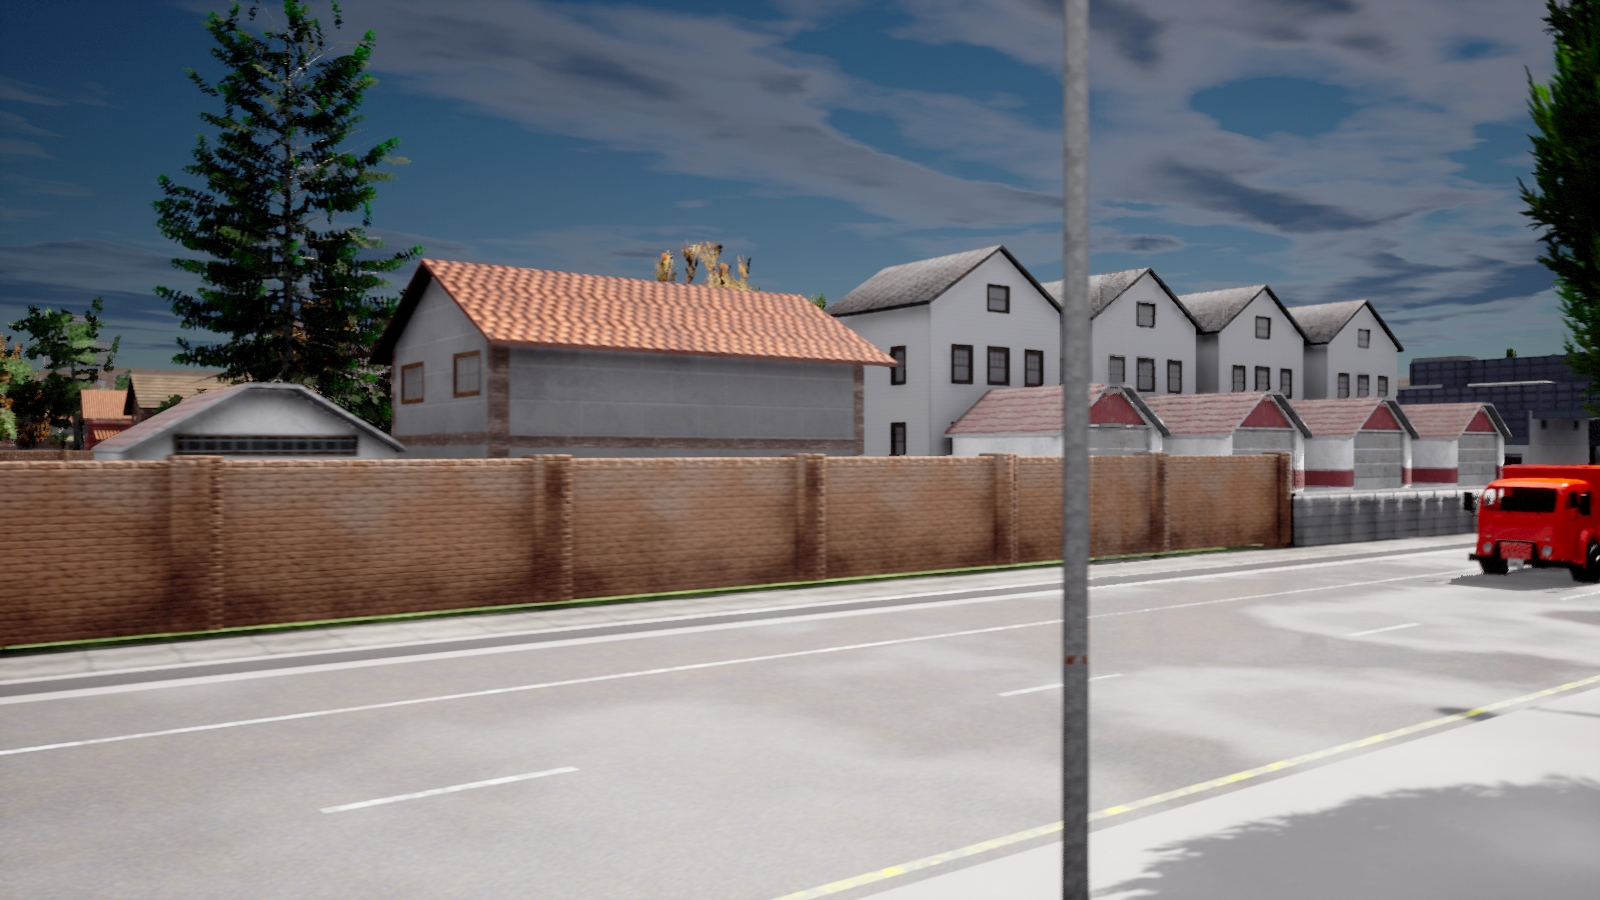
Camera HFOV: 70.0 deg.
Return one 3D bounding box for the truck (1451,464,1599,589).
[{"bbox_3d":[17.232,1.568,25.611,5.204,2.467,2.627,0,0,-35],"label":"truck"}]
